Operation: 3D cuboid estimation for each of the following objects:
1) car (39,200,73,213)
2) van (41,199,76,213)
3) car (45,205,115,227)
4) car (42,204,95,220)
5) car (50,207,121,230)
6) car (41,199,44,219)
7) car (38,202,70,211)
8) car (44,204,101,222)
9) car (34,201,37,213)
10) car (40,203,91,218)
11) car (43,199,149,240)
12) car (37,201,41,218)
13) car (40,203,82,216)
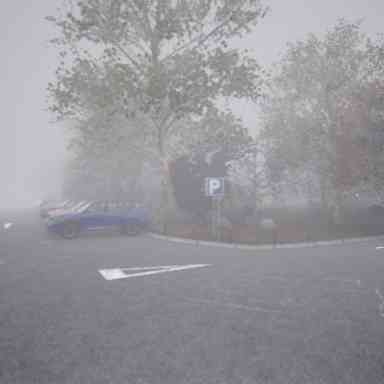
[{"bbox_3d":[-19.927,2.044,48.760,4.553,1.767,2.185,1,-1,-26],"label":"car"},{"bbox_3d":[-18.567,1.903,46.332,4.442,1.987,1.878,1,-1,-26],"label":"van"},{"bbox_3d":[-8.820,1.820,26.292,5.008,1.535,2.097,1,-1,-26],"label":"car"},{"bbox_3d":[-12.539,1.961,33.773,4.792,1.488,2.163,1,-1,-26],"label":"car"},{"bbox_3d":[-7.640,1.827,23.907,4.674,1.452,2.002,1,-1,-26],"label":"car"},{"bbox_3d":[-6.376,1.502,21.292,5.566,2.045,2.435,1,-1,-26],"label":"car"},{"bbox_3d":[-22.354,2.301,53.768,4.674,1.452,2.002,1,-1,-26],"label":"car"},{"bbox_3d":[-11.254,1.922,31.301,4.792,1.488,2.163,1,-1,-26],"label":"car"},{"bbox_3d":[-15.144,2.005,38.700,5.366,1.575,1.946,1,-1,-26],"label":"car"},{"bbox_3d":[-13.749,1.970,36.281,5.008,1.535,2.097,1,-1,-26],"label":"car"},{"bbox_3d":[-5.198,1.473,18.906,5.566,2.045,2.435,1,-1,-26],"label":"car"},{"bbox_3d":[-10.073,1.603,28.785,5.566,2.045,2.435,1,-1,-26],"label":"car"},{"bbox_3d":[-16.211,2.089,41.278,4.674,1.452,2.002,1,-1,-26],"label":"car"}]
